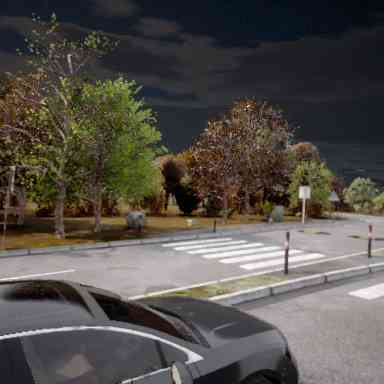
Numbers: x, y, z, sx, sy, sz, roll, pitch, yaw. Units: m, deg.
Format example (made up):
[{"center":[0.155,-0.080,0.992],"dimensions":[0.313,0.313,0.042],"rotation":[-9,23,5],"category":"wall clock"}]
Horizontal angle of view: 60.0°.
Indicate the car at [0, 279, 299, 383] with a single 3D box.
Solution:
[{"center":[-1.212,1.506,2.568],"dimensions":[4.892,1.490,1.837],"rotation":[0,0,-35],"category":"car"}]
